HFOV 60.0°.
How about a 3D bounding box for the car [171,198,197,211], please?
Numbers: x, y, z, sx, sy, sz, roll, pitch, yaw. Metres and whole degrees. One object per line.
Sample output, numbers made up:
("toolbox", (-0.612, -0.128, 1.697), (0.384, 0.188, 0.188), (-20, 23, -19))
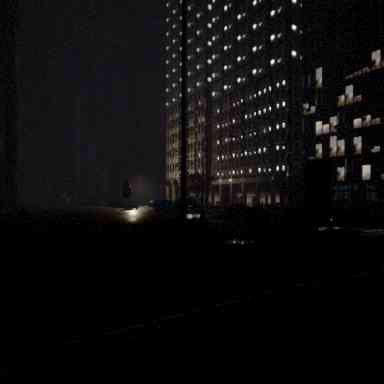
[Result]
("car", (-1.330, 2.018, 54.099), (2.150, 2.045, 5.566), (0, -1, -26))

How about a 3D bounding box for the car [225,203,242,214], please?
("car", (6.139, 2.163, 44.743), (1.947, 1.339, 4.313), (-1, -1, -26))

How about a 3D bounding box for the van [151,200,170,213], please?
("van", (-3.861, 2.001, 46.141), (1.690, 1.788, 3.998), (-1, -1, -26))

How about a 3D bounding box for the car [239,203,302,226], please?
("car", (5.979, 1.810, 25.904), (2.008, 1.369, 4.403), (-1, -1, -26))

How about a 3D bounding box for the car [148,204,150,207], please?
("car", (-8.615, 2.802, 75.092), (1.802, 1.307, 4.206), (-1, -1, -26))

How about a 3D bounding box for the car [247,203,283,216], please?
("car", (8.598, 2.062, 39.685), (1.947, 1.339, 4.313), (-1, -1, -26))

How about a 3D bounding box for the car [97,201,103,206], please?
("car", (-23.529, 3.047, 86.602), (1.887, 1.381, 4.507), (-1, -1, -26))

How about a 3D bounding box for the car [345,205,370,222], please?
("car", (13.516, 1.848, 29.568), (2.008, 1.369, 4.403), (-1, -1, -26))

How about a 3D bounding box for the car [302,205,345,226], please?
("car", (8.873, 1.737, 25.903), (2.128, 1.511, 4.902), (0, -1, -26))

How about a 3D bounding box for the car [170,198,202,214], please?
("car", (-0.610, 1.855, 45.439), (2.150, 2.045, 5.566), (0, -1, -26))

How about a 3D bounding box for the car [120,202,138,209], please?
("car", (-11.234, 2.520, 61.312), (2.008, 1.369, 4.403), (-1, -1, -26))

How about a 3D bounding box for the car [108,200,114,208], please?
("car", (-16.153, 2.726, 71.429), (1.887, 1.381, 4.507), (-1, -1, -26))

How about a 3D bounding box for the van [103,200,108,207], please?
("van", (-18.615, 2.629, 76.489), (1.690, 1.788, 3.998), (-1, -1, -26))

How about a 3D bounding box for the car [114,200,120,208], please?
("car", (-13.620, 2.597, 66.218), (1.752, 1.417, 4.829), (-1, -1, -26))
